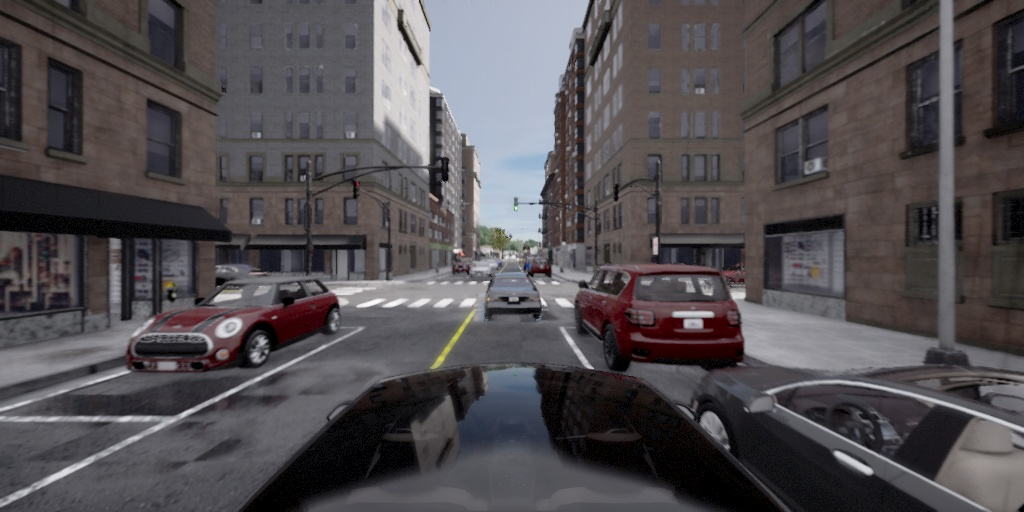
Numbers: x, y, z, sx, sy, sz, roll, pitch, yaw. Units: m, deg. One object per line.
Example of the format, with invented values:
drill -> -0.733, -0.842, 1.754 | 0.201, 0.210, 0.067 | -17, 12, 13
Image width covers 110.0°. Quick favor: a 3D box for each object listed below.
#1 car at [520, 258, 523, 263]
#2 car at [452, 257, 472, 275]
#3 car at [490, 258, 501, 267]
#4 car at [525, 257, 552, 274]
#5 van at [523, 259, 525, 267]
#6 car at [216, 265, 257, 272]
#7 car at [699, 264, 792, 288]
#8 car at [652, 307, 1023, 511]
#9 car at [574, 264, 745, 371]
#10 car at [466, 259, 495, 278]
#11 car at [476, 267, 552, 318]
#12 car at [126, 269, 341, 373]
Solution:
car -> 2.676, 1.080, 51.166 | 2.192, 1.841, 5.009 | 0, 0, 0
car -> -5.428, 1.077, 40.156 | 2.192, 1.841, 5.009 | 0, 0, 0
car -> -2.840, 1.290, 48.907 | 1.812, 1.442, 4.674 | 0, 0, 0
car -> 2.693, 1.075, 34.655 | 2.192, 1.841, 5.009 | 0, 0, 0
van -> 2.681, 1.105, 45.662 | 1.690, 1.789, 3.998 | 0, 0, 0
car -> -18.168, 1.300, 22.665 | 4.902, 1.511, 2.128 | 0, 0, 1
car -> 14.642, 1.240, 22.688 | 4.674, 1.442, 1.812 | 0, 0, 1
car -> 2.637, 1.300, 1.916 | 2.007, 1.370, 4.403 | 0, 0, 0
car -> 2.636, 1.067, 7.599 | 2.192, 1.841, 5.009 | 0, 0, 0
car -> -2.860, 1.287, 33.702 | 1.812, 1.442, 4.674 | 0, 0, 1
car -> -0.055, 1.301, 12.901 | 2.033, 1.411, 5.357 | 0, 0, -2
car -> -5.389, 1.192, 7.596 | 1.967, 1.591, 4.097 | 0, 0, 0
